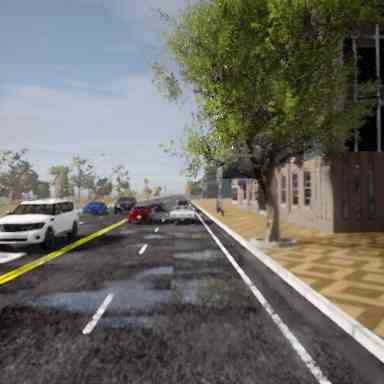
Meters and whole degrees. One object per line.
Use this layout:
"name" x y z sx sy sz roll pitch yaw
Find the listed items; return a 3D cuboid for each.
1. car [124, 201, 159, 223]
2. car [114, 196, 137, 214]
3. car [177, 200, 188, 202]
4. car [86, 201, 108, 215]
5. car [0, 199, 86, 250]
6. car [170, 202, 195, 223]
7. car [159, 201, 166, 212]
"car" -3.991 1.701 27.014 1.812 1.442 4.674 -1 0 -1
"car" -7.683 1.500 39.194 2.150 2.045 5.566 -1 0 -2
"car" -1.229 1.740 43.313 1.812 1.442 4.674 -1 0 -2
"car" -10.901 1.788 37.782 1.882 1.535 5.008 -1 -1 -1
"car" -7.028 1.382 15.610 2.150 2.045 5.566 -1 0 -1
"car" -0.752 1.735 26.661 1.895 1.301 4.718 -1 0 -1
"car" -4.475 1.819 43.268 1.994 1.385 4.181 -1 0 -2
